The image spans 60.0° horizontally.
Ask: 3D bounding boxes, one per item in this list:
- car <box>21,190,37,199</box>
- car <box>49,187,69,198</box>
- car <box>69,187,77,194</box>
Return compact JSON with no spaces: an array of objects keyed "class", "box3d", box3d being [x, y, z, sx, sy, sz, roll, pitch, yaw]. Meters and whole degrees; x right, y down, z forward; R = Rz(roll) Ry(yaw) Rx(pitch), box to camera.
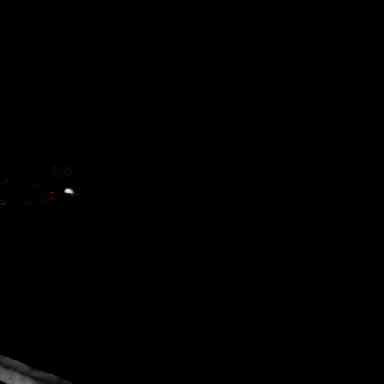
[{"class":"car","box3d":[-26.977,0.358,54.893,2.128,1.511,4.902,-1,2,-7]},{"class":"car","box3d":[-24.416,0.176,60.374,2.128,1.511,4.902,-1,2,-8]},{"class":"car","box3d":[-25.837,-0.268,70.693,1.812,1.442,4.674,-1,2,-8]}]
